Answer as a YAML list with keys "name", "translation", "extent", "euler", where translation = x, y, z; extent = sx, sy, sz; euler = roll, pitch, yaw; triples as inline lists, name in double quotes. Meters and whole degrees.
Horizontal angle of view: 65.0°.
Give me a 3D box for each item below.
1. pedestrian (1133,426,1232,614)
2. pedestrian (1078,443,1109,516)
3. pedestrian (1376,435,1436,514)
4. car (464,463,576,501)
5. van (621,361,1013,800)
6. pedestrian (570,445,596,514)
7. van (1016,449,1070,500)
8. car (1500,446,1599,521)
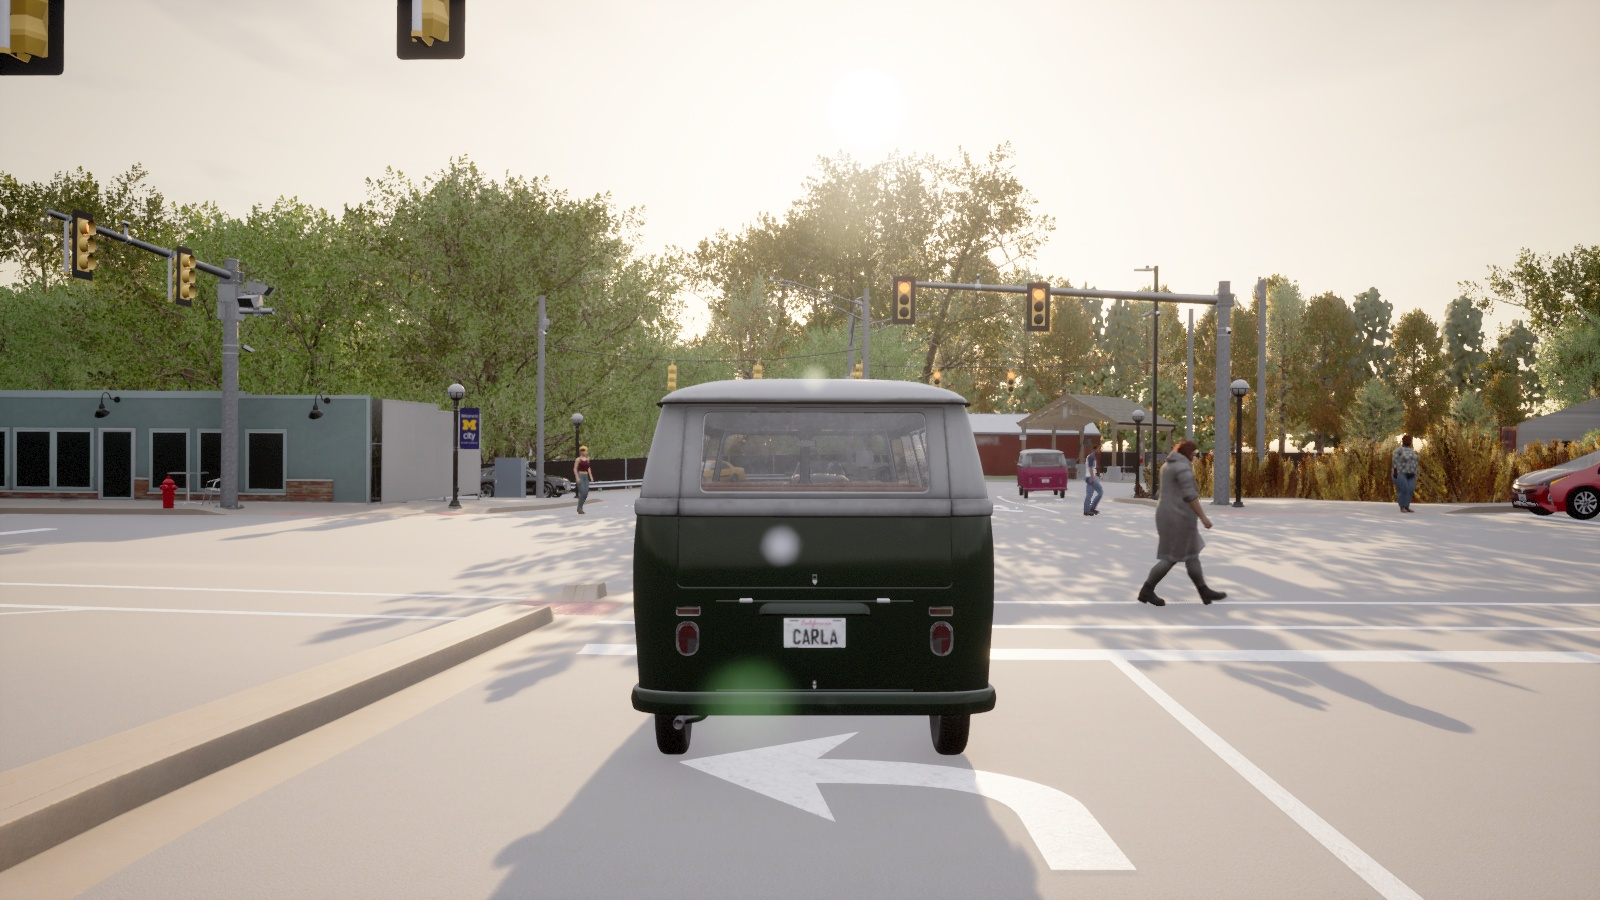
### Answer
- name: "pedestrian"
  translation: [4.097, 0.731, 13.495]
  extent: [0.873, 1.952, 0.659]
  euler: [1, 0, 4]
- name: "pedestrian"
  translation: [7.452, 0.748, 31.906]
  extent: [0.706, 1.836, 0.354]
  euler: [1, 0, 7]
- name: "pedestrian"
  translation: [14.456, 0.582, 29.964]
  extent: [0.874, 1.855, 0.900]
  euler: [1, 0, -17]
- name: "car"
  translation: [-13.512, 1.533, 60.746]
  extent: [4.856, 1.649, 2.033]
  euler: [-1, 1, 8]
- name: "van"
  translation: [0.063, 0.631, 7.930]
  extent: [1.775, 1.987, 4.442]
  euler: [0, -1, 0]
- name: "pedestrian"
  translation: [-5.819, 0.781, 33.642]
  extent: [0.594, 1.836, 0.345]
  euler: [1, 0, 40]
- name: "van"
  translation: [10.011, 0.969, 52.071]
  extent: [1.775, 1.987, 4.442]
  euler: [-1, 0, 6]
- name: "car"
  translation: [17.983, 0.673, 27.175]
  extent: [4.514, 1.525, 2.007]
  euler: [-1, 0, 4]
